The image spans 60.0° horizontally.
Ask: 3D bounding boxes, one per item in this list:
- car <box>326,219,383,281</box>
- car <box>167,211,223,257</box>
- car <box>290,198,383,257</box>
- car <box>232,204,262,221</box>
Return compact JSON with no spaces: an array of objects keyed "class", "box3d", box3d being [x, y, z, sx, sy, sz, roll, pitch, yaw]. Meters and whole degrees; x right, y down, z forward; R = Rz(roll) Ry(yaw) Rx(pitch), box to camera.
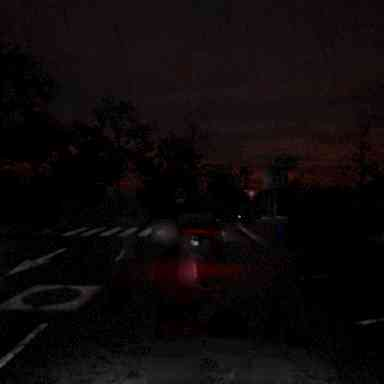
[{"class":"car","box3d":[6.000,1.524,8.264,4.674,1.452,2.002,1,0,-20]},{"class":"car","box3d":[0.096,1.474,12.940,1.882,1.535,5.008,0,0,0]},{"class":"car","box3d":[6.026,1.232,11.240,5.566,2.045,2.435,1,0,-20]},{"class":"car","box3d":[5.150,1.873,30.999,1.837,1.490,4.892,2,1,25]}]
